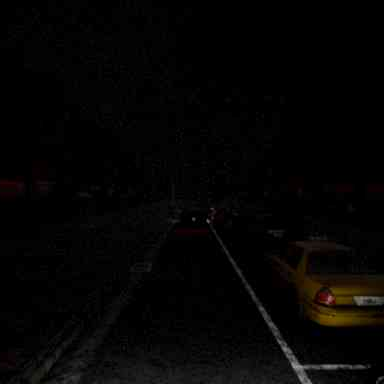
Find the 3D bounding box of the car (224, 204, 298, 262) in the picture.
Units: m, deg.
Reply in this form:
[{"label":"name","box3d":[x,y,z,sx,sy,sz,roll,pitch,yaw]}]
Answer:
[{"label":"car","box3d":[2.648,1.452,12.622,2.192,1.841,5.009,0,-1,0]}]

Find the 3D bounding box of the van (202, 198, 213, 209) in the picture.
[{"label":"van","box3d":[2.688,1.908,56.988,1.690,1.788,3.998,0,-1,0]}]

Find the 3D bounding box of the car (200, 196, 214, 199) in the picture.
[{"label":"car","box3d":[2.684,1.831,51.442,2.192,1.841,5.009,0,-1,0]}]

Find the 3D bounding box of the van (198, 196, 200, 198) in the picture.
[{"label":"van","box3d":[2.698,2.010,68.079,1.690,1.788,3.998,0,-1,0]}]

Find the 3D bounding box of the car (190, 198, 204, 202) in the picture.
[{"label":"car","box3d":[0.134,1.907,42.019,1.882,1.535,5.008,0,-1,0]}]

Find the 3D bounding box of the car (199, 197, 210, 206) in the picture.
[{"label":"car","box3d":[2.703,2.034,73.625,2.192,1.841,5.009,0,-1,0]}]

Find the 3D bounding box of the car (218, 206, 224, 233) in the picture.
[{"label":"car","box3d":[2.653,1.723,18.335,1.752,1.417,4.829,0,-1,0]}]

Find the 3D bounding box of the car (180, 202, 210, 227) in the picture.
[{"label":"car","box3d":[0.120,1.747,25.125,1.882,1.535,5.008,0,-1,0]}]

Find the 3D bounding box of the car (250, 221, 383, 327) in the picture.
[{"label":"car","box3d":[2.643,1.605,7.244,1.752,1.417,4.829,0,-1,0]}]

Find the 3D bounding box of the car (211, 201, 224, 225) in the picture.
[{"label":"car","box3d":[2.658,1.695,23.711,1.967,1.590,4.097,0,-1,0]}]

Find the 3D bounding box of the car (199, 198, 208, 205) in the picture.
[{"label":"car","box3d":[2.708,2.210,79.169,1.967,1.590,4.097,0,-1,0]}]

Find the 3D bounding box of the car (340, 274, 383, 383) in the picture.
[{"label":"car","box3d":[2.638,1.585,1.528,1.947,1.339,4.313,0,-1,0]}]

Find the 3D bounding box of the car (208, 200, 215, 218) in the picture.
[{"label":"car","box3d":[2.664,1.750,29.258,1.967,1.590,4.097,0,-1,0]}]

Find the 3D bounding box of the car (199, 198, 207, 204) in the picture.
[{"label":"car","box3d":[2.713,2.365,84.714,1.887,1.381,4.507,0,-1,0]}]

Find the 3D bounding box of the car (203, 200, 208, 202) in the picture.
[{"label":"car","box3d":[2.674,1.966,40.349,2.008,1.369,4.403,0,-1,0]}]
